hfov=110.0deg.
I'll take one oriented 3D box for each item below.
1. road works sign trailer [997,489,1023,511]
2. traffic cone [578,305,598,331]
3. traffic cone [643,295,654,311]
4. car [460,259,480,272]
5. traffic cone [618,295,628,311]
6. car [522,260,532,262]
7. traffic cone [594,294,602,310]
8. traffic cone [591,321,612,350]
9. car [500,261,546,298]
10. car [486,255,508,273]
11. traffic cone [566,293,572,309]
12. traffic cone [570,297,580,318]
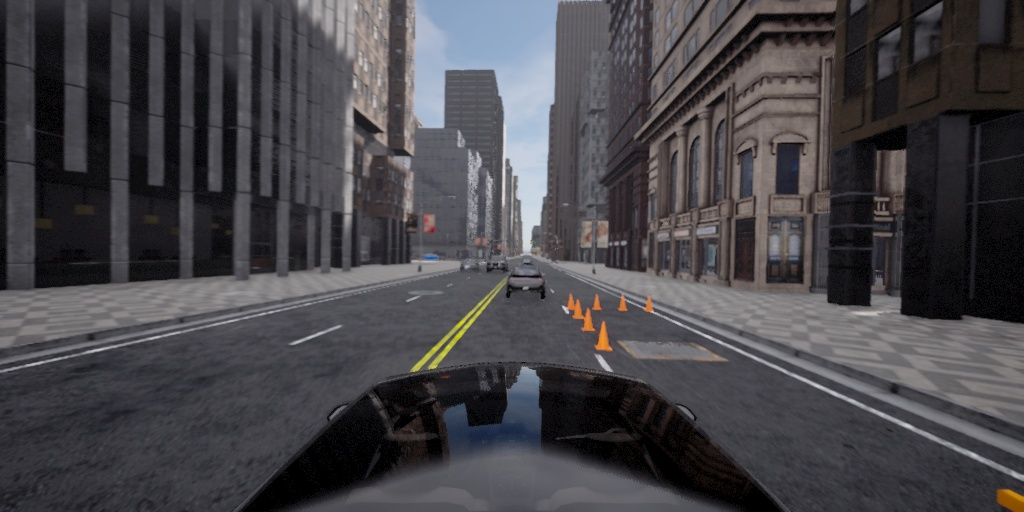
[{"bbox_3d":[3.163,0.281,0.931,2.380,3.560,2.880,0,0,3],"label":"road works sign trailer"},{"bbox_3d":[2.107,1.748,9.956,0.340,0.580,0.340,0,0,2],"label":"traffic cone"},{"bbox_3d":[5.278,1.811,13.822,0.340,0.580,0.340,0,0,2],"label":"traffic cone"},{"bbox_3d":[-4.925,1.096,42.391,2.128,1.511,4.902,1,0,3],"label":"car"},{"bbox_3d":[4.279,1.790,13.866,0.340,0.580,0.340,0,0,2],"label":"traffic cone"},{"bbox_3d":[1.976,1.247,47.223,1.837,1.490,4.892,1,0,2],"label":"car"},{"bbox_3d":[3.280,1.769,13.909,0.340,0.580,0.340,0,0,2],"label":"traffic cone"},{"bbox_3d":[2.020,1.747,7.958,0.340,0.580,0.340,0,0,2],"label":"traffic cone"},{"bbox_3d":[0.727,1.246,18.540,2.128,1.511,4.902,1,0,2],"label":"car"},{"bbox_3d":[-1.695,0.895,41.801,2.150,2.045,5.566,1,0,3],"label":"car"},{"bbox_3d":[2.281,1.748,13.952,0.340,0.580,0.340,0,0,2],"label":"traffic cone"},{"bbox_3d":[2.194,1.748,11.954,0.340,0.580,0.340,0,0,2],"label":"traffic cone"}]
